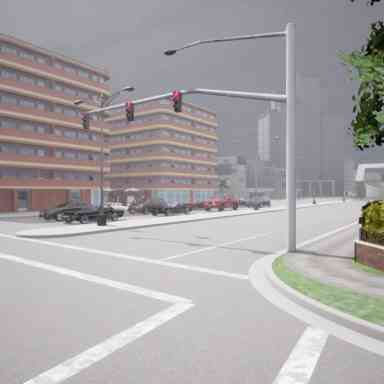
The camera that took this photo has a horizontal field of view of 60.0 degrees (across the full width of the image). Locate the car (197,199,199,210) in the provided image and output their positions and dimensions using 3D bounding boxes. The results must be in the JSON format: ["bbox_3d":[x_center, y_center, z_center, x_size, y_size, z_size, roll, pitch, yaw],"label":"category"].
[{"bbox_3d":[0.693,1.601,41.864,1.895,1.301,4.718,0,0,36],"label":"car"}]

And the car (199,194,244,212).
[{"bbox_3d":[3.625,1.221,39.942,2.150,2.045,5.566,0,0,36],"label":"car"}]

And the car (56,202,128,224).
[{"bbox_3d":[-7.364,1.601,24.903,1.895,1.301,4.718,0,0,33],"label":"car"}]

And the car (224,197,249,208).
[{"bbox_3d":[6.746,1.526,50.123,1.812,1.442,4.674,0,0,36],"label":"car"}]

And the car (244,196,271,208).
[{"bbox_3d":[9.680,1.352,48.206,2.097,1.767,4.553,0,0,36],"label":"car"}]

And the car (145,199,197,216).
[{"bbox_3d":[-1.952,1.599,32.299,1.895,1.301,4.718,0,0,36],"label":"car"}]

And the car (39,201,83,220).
[{"bbox_3d":[-9.967,1.505,27.238,1.837,1.490,4.892,0,0,36],"label":"car"}]

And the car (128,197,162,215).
[{"bbox_3d":[-4.562,1.352,34.649,2.097,1.767,4.553,0,0,35],"label":"car"}]
